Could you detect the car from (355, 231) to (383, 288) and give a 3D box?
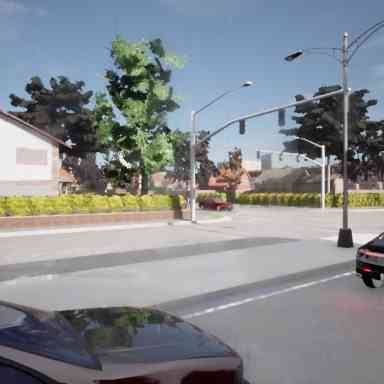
[{"bbox_3d":[5.859,1.491,7.972,4.902,1.511,2.128,0,0,-35],"label":"car"}]

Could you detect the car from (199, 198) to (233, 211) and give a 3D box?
[{"bbox_3d":[2.852,1.476,40.240,1.882,1.535,5.008,0,0,-36],"label":"car"}]

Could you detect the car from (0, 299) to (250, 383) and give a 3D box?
[{"bbox_3d":[-2.055,1.547,2.282,5.357,1.411,2.033,0,0,-35],"label":"car"}]

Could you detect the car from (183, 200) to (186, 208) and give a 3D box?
[{"bbox_3d":[-2.564,1.351,47.681,2.097,1.767,4.553,0,0,-36],"label":"car"}]

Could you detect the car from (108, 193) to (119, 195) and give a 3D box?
[{"bbox_3d":[-14.818,1.220,64.621,2.150,2.045,5.566,0,0,-35],"label":"car"}]
